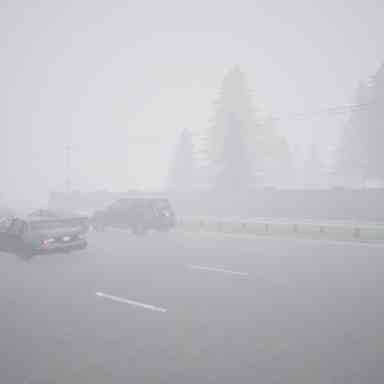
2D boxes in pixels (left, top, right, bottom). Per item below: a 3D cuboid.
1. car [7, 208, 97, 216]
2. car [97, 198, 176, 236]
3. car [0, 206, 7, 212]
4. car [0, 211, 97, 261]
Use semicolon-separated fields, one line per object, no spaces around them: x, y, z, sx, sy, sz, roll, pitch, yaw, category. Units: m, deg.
-7.683;1.633;18.045;5.008;1.535;1.882;-1;0;35;car
-3.502;1.352;19.365;5.566;2.045;2.150;-1;0;35;car
-17.574;1.894;29.376;4.718;1.301;1.895;-1;0;35;car
-6.310;1.664;12.773;5.357;1.411;2.033;-1;0;35;car
